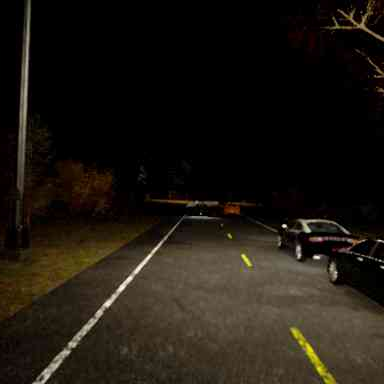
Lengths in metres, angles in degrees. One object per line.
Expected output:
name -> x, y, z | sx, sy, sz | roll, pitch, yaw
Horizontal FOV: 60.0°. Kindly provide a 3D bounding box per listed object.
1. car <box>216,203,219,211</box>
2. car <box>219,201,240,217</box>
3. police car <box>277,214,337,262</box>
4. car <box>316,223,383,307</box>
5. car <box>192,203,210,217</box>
car -> 4.996, 2.264, 53.568 | 1.837, 1.490, 4.892 | 2, -1, 2
car -> 4.658, 2.084, 40.292 | 1.882, 1.535, 5.008 | 2, -1, 2
police car -> 4.826, 1.743, 13.520 | 1.930, 1.638, 5.238 | 2, -1, 2
car -> 4.637, 1.749, 7.413 | 1.837, 1.490, 4.892 | 2, -1, 2
car -> 1.029, 2.008, 38.300 | 2.033, 1.411, 5.357 | 2, -1, 2
